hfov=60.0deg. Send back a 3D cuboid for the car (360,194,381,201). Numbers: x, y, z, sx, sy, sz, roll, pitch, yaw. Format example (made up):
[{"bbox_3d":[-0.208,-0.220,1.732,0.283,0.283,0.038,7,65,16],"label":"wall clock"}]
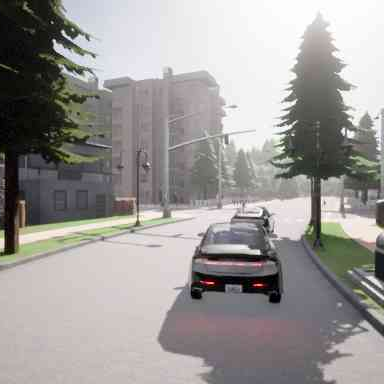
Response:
[{"bbox_3d":[43.072,1.495,80.244,5.008,1.535,1.882,0,0,24],"label":"car"}]

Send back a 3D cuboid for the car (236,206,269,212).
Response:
[{"bbox_3d":[3.230,1.491,17.384,2.128,1.511,4.902,0,0,18],"label":"car"}]

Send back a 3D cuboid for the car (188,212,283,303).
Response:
[{"bbox_3d":[1.104,1.491,8.277,2.128,1.511,4.902,0,0,9],"label":"car"}]
